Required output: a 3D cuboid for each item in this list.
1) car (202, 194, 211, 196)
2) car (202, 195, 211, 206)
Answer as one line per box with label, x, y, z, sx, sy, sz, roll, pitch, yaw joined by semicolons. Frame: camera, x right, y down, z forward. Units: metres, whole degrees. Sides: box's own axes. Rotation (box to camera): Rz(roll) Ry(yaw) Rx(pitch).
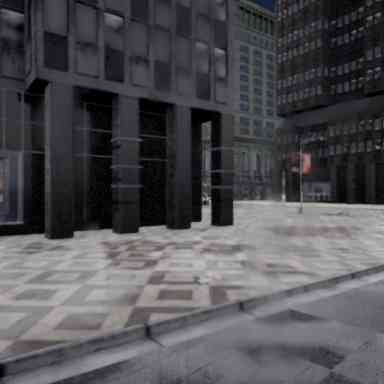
car;2.388;1.272;56.512;2.150;2.045;5.566;0;0;-35
car;0.630;1.612;53.337;1.994;1.385;4.181;0;0;-35
